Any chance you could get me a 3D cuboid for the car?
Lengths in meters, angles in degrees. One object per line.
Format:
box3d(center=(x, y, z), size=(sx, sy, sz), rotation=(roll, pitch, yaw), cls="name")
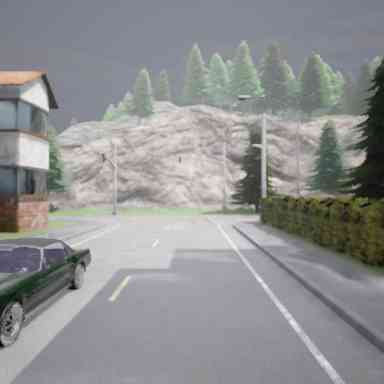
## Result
box3d(center=(-3.559, 1.646, 6.496), size=(1.895, 1.301, 4.718), rotation=(0, 0, 0), cls="car")
